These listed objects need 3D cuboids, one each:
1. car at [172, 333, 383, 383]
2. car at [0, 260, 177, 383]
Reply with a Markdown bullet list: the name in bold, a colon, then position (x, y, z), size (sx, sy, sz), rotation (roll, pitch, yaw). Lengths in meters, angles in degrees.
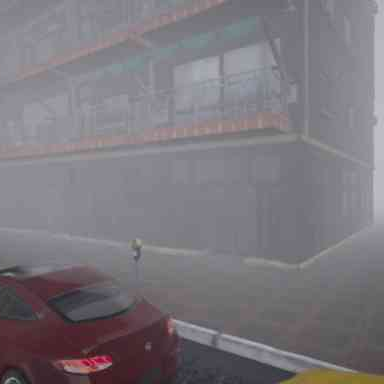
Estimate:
- **car**: position (2.377, 1.524, 1.180), size (4.829, 1.417, 1.752), rotation (0, 0, 35)
- **car**: position (-2.071, 1.586, 4.348), size (4.206, 1.307, 1.802), rotation (0, 0, 35)
